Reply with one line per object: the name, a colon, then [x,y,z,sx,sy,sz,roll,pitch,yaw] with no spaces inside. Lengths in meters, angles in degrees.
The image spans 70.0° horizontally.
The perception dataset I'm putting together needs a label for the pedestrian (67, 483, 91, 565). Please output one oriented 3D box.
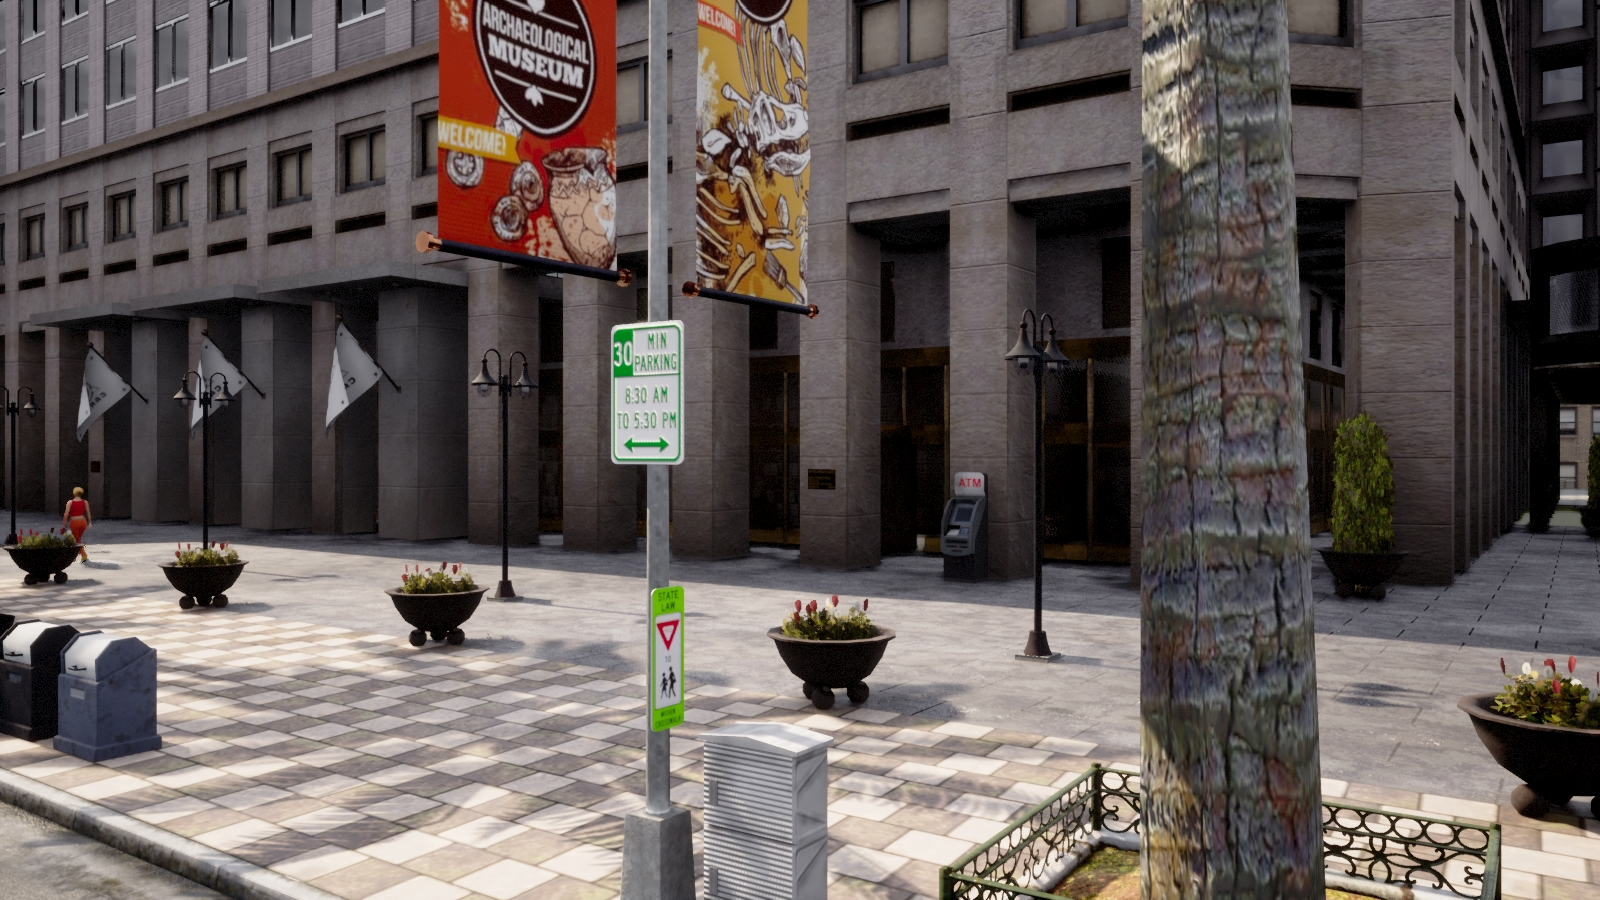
pedestrian: [-16.740,1.704,26.530,0.375,1.860,0.375,0,0,38]
